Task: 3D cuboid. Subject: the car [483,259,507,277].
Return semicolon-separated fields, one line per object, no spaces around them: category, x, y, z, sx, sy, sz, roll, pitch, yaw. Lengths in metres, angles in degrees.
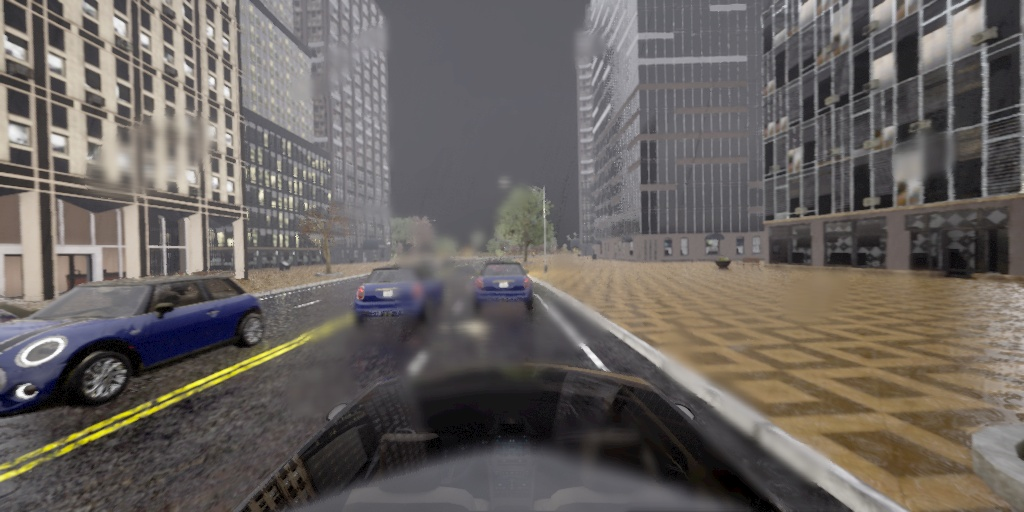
car;-1.543;0.981;31.747;1.994;1.385;4.181;-1;1;-4

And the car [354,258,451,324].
car;-3.518;1.048;12.078;2.097;1.767;4.553;-1;1;-2

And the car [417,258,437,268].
car;-12.389;1.007;52.443;1.895;1.301;4.718;-1;1;-1

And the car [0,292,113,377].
car;-9.965;1.512;5.764;1.895;1.301;4.718;-1;1;-2

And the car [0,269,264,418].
car;-6.752;1.187;6.362;2.097;1.767;4.553;-1;1;-2

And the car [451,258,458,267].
car;-9.140;0.941;52.502;1.895;1.301;4.718;-1;1;-1

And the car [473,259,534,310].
car;-0.368;0.956;14.104;2.097;1.767;4.553;-1;1;-3
